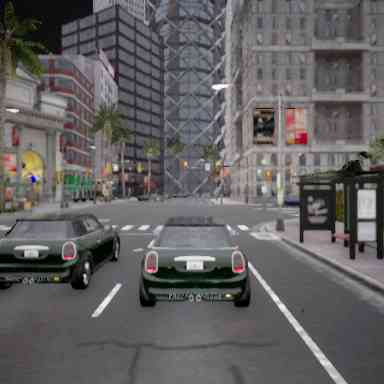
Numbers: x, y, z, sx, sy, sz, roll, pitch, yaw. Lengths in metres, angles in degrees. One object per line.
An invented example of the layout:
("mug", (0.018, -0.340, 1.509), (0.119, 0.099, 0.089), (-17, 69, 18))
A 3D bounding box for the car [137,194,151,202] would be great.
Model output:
("car", (-10.481, 1.478, 71.029), (1.895, 1.301, 4.718), (0, 0, 0))

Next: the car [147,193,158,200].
("car", (-10.228, 1.213, 86.605), (2.097, 1.767, 4.553), (0, 0, 3))

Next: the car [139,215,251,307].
("car", (0.066, 1.338, 8.103), (2.097, 1.767, 4.553), (0, 0, 0))

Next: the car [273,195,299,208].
("car", (13.873, 1.274, 47.101), (4.553, 1.767, 2.097), (0, 0, 0))

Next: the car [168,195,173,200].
("car", (-6.811, 1.384, 85.489), (1.812, 1.442, 4.674), (0, 0, 3))

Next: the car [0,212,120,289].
("car", (-3.427, 1.337, 9.246), (2.097, 1.767, 4.553), (0, 0, 0))

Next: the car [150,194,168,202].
("car", (-6.981, 1.409, 70.498), (2.128, 1.511, 4.902), (0, 0, 0))
